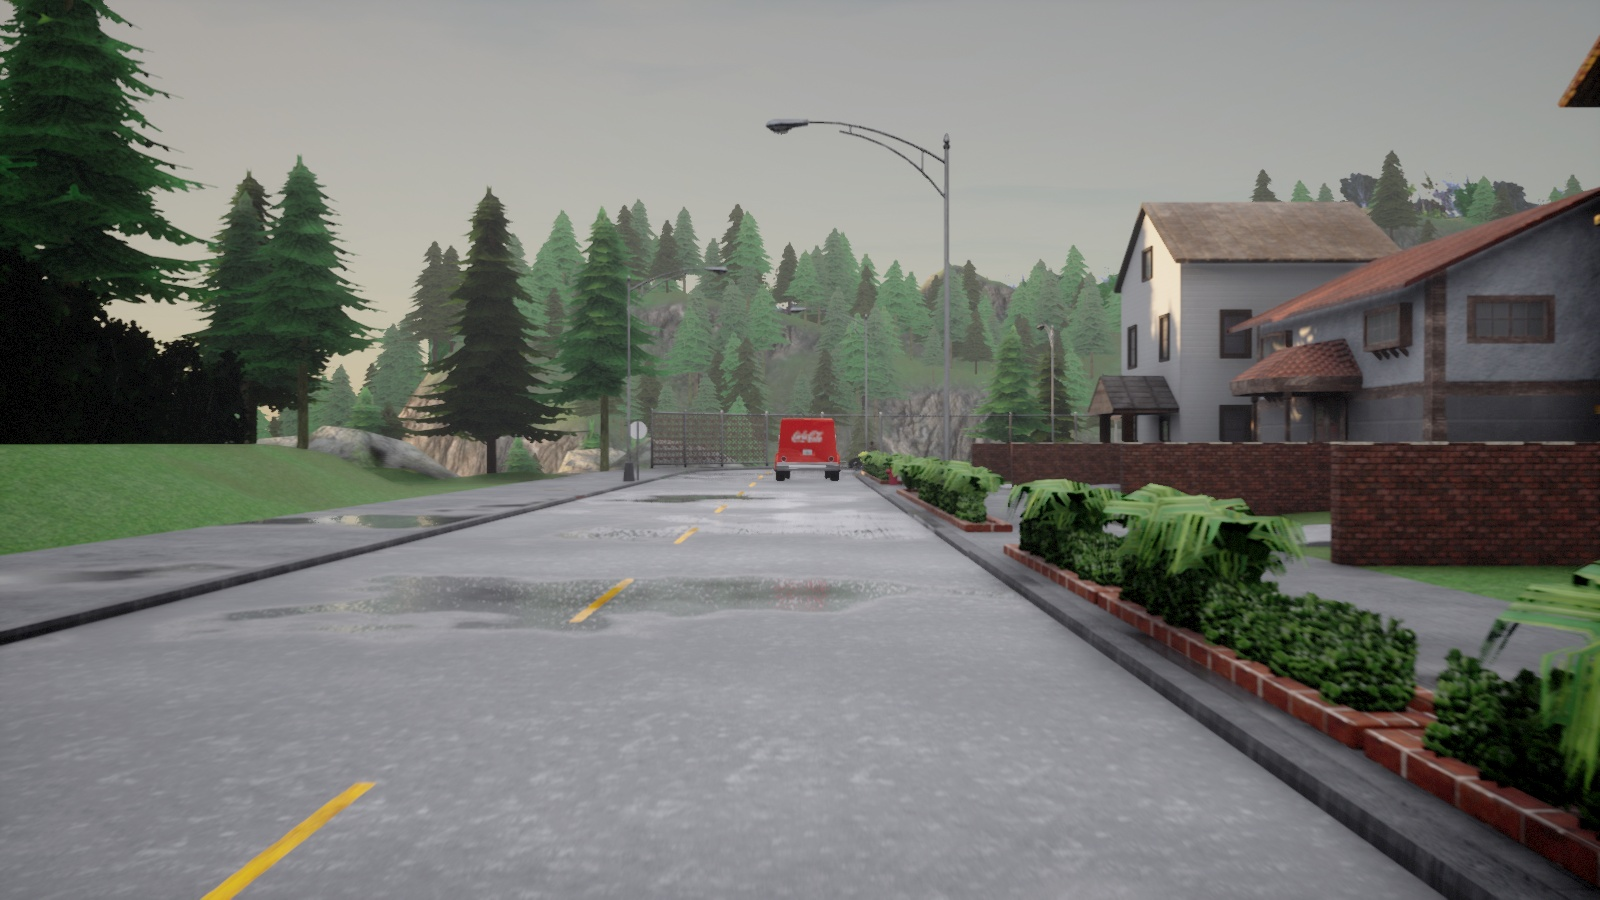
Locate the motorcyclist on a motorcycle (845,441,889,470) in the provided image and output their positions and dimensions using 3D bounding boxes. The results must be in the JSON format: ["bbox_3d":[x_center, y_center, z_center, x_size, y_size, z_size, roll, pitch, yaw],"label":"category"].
[{"bbox_3d":[3.785,0.303,70.715,2.350,1.649,0.766,0,1,-16],"label":"motorcyclist on a motorcycle"}]

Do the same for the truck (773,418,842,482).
[{"bbox_3d":[0.305,-0.027,50.897,2.627,2.467,5.204,0,0,0],"label":"truck"}]
